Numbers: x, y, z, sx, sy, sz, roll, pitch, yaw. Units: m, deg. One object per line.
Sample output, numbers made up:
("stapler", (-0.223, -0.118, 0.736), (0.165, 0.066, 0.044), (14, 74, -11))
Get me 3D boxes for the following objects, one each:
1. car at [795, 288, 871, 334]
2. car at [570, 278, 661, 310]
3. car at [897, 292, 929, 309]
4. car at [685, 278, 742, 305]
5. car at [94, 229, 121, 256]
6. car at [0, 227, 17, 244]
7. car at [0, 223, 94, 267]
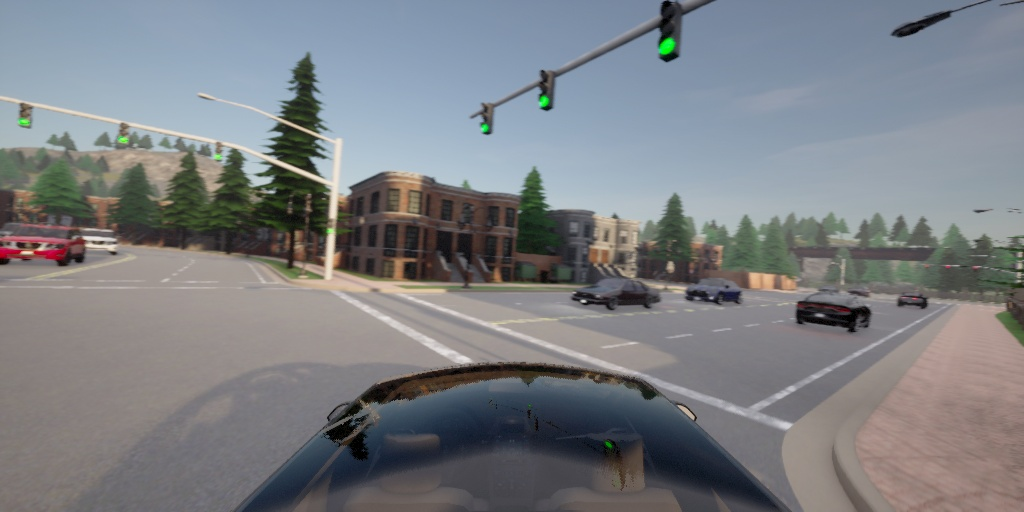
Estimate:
("car", (14.264, 2.391, 15.847), (5.008, 1.535, 1.882), (5, -1, -38))
("car", (5.361, 1.829, 17.904), (5.357, 1.411, 2.033), (5, -1, -38))
("car", (40.996, 4.508, 36.674), (4.902, 1.511, 2.128), (5, -1, -38))
("car", (13.732, 2.291, 24.367), (4.553, 1.767, 2.097), (4, -1, -37))
("car", (-33.911, -1.201, 29.330), (5.566, 2.045, 2.150), (4, -1, 40))
("car", (-50.427, -2.079, 34.417), (5.008, 1.535, 1.882), (4, -1, 17))
("car", (-24.353, -0.615, 18.782), (2.150, 2.045, 5.566), (5, -1, -41))
